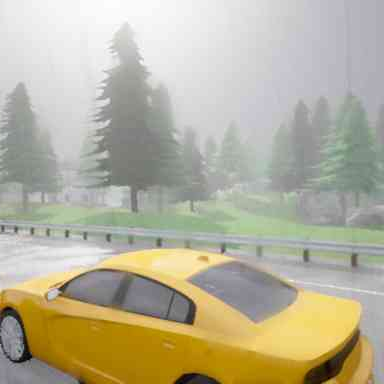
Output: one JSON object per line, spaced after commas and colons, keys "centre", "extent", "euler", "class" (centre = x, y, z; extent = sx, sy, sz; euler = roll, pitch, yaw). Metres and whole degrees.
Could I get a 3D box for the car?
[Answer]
{"centre": [-0.540, 1.500, 4.250], "extent": [5.008, 1.535, 1.882], "euler": [-1, -1, 35], "class": "car"}
